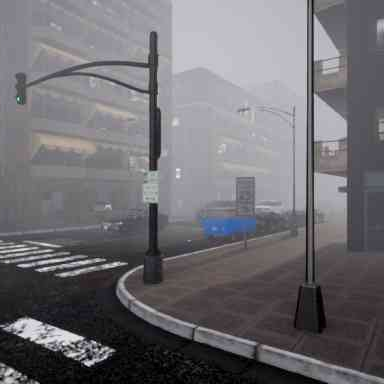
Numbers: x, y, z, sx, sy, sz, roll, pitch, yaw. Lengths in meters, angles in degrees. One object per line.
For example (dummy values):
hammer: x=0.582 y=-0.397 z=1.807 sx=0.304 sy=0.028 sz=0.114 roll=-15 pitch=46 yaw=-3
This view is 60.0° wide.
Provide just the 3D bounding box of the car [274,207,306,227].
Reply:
car: x=8.514 y=2.158 z=27.906 sx=1.802 sy=1.307 sz=4.206 roll=-1 pitch=-2 yaw=35

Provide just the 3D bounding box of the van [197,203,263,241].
van: x=2.230 y=1.704 z=18.786 sx=1.690 sy=1.788 sz=3.998 roll=-1 pitch=-2 yaw=35

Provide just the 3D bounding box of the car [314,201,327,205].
car: x=24.155 y=2.890 z=64.301 sx=1.802 sy=1.307 sz=4.206 roll=-1 pitch=-2 yaw=35

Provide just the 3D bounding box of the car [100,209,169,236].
car: x=-3.490 y=1.815 z=20.939 sx=2.128 sy=1.511 sz=4.902 roll=0 pitch=-1 yaw=35

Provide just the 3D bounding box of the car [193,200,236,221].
car: x=2.647 y=1.749 z=29.551 sx=2.150 sy=2.045 sz=5.566 roll=0 pitch=-1 yaw=37

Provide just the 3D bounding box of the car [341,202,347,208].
car: x=40.111 y=3.376 z=86.737 sx=1.752 sy=1.417 sz=4.829 roll=-1 pitch=-2 yaw=35

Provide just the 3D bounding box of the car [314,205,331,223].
car: x=11.725 y=2.233 z=32.422 sx=2.008 sy=1.369 sz=4.403 roll=-1 pitch=-2 yaw=35

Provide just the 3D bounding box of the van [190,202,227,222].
van: x=1.681 y=1.903 z=32.708 sx=1.690 sy=1.788 sz=3.998 roll=-1 pitch=-2 yaw=35

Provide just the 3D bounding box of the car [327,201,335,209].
car: x=27.364 y=2.729 z=68.821 sx=2.192 sy=1.841 sz=5.009 roll=-1 pitch=-2 yaw=35

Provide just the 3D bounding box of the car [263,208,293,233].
car: x=5.304 y=2.035 z=23.393 sx=1.947 sy=1.339 sz=4.313 roll=-1 pitch=-2 yaw=35

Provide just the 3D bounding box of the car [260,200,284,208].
car: x=8.843 y=1.955 z=38.253 sx=2.150 sy=2.045 sz=5.566 roll=0 pitch=-1 yaw=36
